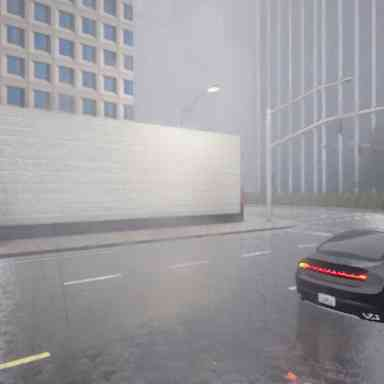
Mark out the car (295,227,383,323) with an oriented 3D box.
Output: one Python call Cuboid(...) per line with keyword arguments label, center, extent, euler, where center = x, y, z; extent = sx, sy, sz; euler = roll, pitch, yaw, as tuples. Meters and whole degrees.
Cuboid(label="car", center=(4.159, 1.481, 6.764), extent=(4.892, 1.490, 1.837), euler=(0, 0, -35))
